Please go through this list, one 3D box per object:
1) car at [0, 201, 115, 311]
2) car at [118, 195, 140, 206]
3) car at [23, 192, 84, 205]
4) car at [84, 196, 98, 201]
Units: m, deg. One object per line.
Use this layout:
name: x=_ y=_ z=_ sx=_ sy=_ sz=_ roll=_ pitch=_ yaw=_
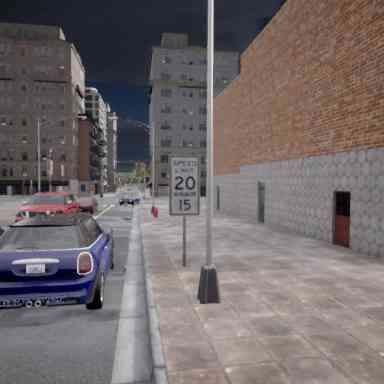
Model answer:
car: x=-2.966 y=1.278 z=7.665 sx=2.097 sy=1.767 sz=4.553 roll=0 pitch=1 yaw=-9
car: x=-7.946 y=1.086 z=42.752 sx=1.895 sy=1.301 sz=4.718 roll=1 pitch=0 yaw=3
car: x=-7.559 y=1.016 z=17.921 sx=2.150 sy=2.045 sz=5.566 roll=0 pitch=1 yaw=-9
car: x=-9.411 y=1.127 z=29.248 sx=1.882 sy=1.535 sz=5.008 roll=0 pitch=2 yaw=-9
